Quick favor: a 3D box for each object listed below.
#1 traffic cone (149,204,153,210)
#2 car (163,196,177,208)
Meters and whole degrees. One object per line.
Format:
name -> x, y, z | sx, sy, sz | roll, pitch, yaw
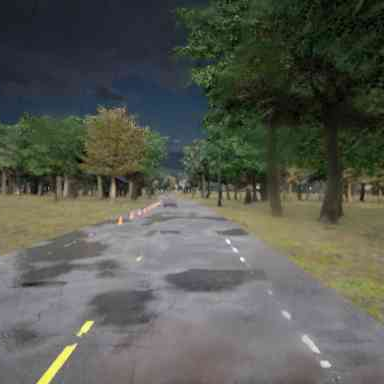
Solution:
traffic cone -> -5.627, 2.042, 43.828 | 0.340, 0.580, 0.340 | 0, 0, -2
car -> -3.257, 1.668, 50.187 | 1.994, 1.385, 4.181 | 0, 0, -2
